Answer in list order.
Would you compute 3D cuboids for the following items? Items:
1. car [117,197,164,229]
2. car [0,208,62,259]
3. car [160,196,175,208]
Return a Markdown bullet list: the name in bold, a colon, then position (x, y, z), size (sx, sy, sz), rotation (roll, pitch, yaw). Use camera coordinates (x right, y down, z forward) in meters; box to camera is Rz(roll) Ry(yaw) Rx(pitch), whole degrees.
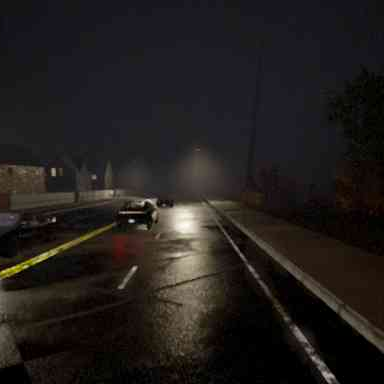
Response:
- **car**: position (-3.111, 1.257, 19.588), size (2.128, 1.511, 4.902), rotation (0, 1, 0)
- **car**: position (-6.575, 1.402, 12.212), size (2.033, 1.411, 5.357), rotation (0, 1, 0)
- **car**: position (-3.072, 1.126, 39.090), size (1.895, 1.301, 4.718), rotation (0, 1, 0)
